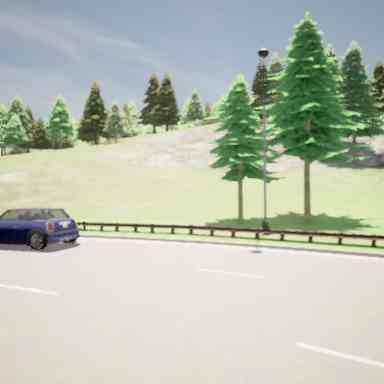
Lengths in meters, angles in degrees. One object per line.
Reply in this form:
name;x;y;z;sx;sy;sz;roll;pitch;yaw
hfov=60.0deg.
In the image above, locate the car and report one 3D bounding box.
car;-7.287;1.443;14.455;4.553;1.767;2.097;-1;0;18
